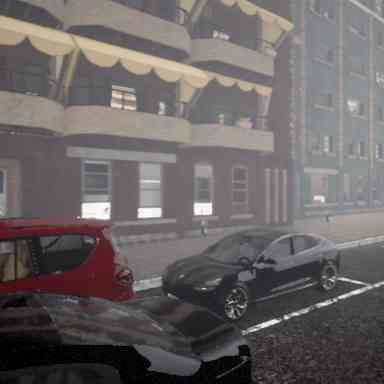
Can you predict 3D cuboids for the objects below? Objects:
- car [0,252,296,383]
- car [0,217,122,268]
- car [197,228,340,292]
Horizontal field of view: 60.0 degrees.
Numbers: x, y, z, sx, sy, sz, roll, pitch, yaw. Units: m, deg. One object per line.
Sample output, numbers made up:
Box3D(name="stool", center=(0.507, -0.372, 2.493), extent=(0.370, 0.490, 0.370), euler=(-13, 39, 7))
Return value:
Box3D(name="car", center=(-1.836, 1.485, 1.749), extent=(5.008, 1.535, 1.882), euler=(-1, 1, -36))
Box3D(name="car", center=(-3.089, 1.320, 3.883), extent=(5.009, 1.841, 2.192), euler=(-1, 1, -35))
Box3D(name="car", center=(1.433, 1.499, 7.105), extent=(4.313, 1.339, 1.947), euler=(-1, 1, -35))
